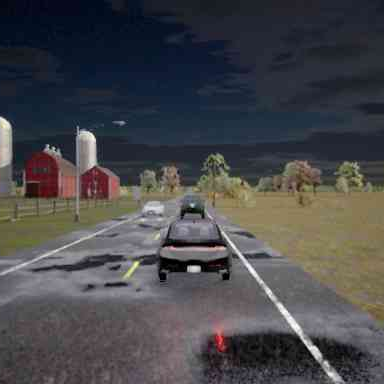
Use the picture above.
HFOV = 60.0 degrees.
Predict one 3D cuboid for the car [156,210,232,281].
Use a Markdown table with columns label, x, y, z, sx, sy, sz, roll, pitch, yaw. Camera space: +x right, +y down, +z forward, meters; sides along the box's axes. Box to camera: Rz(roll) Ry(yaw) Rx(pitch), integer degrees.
| label | x | y | z | sx | sy | sz | roll | pitch | yaw |
| --- | --- | --- | --- | --- | --- | --- | --- | --- | --- |
| car | 0.061 | 1.520 | 9.895 | 2.128 | 1.511 | 4.902 | 0 | 0 | 0 |

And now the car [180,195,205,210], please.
| label | x | y | z | sx | sy | sz | roll | pitch | yaw |
| --- | --- | --- | --- | --- | --- | --- | --- | --- | --- |
| car | 0.051 | 1.301 | 31.173 | 2.150 | 2.045 | 5.566 | 0 | 0 | 0 |

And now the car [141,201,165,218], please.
| label | x | y | z | sx | sy | sz | roll | pitch | yaw |
| --- | --- | --- | --- | --- | --- | --- | --- | --- | --- |
| car | -3.644 | 1.607 | 31.847 | 1.812 | 1.442 | 4.674 | 0 | 0 | 0 |
